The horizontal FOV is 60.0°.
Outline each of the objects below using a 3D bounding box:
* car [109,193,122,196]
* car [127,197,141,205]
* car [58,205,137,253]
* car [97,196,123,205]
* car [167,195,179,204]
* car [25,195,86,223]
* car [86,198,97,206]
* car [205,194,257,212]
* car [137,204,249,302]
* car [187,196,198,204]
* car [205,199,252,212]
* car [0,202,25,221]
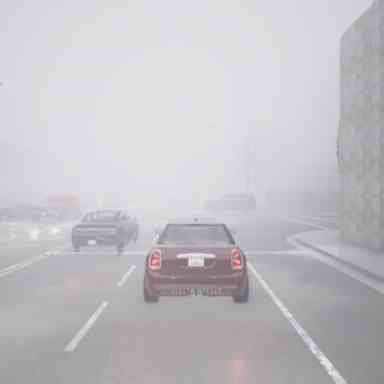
[{"bbox_3d":[-14.038,1.249,60.668,2.150,2.045,5.566,0,0,1],"label":"car"},{"bbox_3d":[-10.531,1.575,61.332,2.033,1.411,5.357,0,0,1],"label":"car"},{"bbox_3d":[-3.399,1.499,13.765,2.128,1.511,4.902,0,0,0],"label":"car"},{"bbox_3d":[-10.583,1.584,43.863,1.994,1.385,4.181,0,0,0],"label":"car"},{"bbox_3d":[-3.378,1.379,60.129,2.097,1.767,4.553,0,0,0],"label":"car"},{"bbox_3d":[-10.590,1.233,26.416,2.150,2.045,5.566,0,0,0],"label":"car"},{"bbox_3d":[-14.084,1.568,44.844,2.033,1.411,5.357,0,0,0],"label":"car"},{"bbox_3d":[4.063,1.237,35.319,5.566,2.045,2.150,0,0,1],"label":"car"},{"bbox_3d":[0.086,1.356,8.433,2.097,1.767,4.553,0,0,0],"label":"car"},{"bbox_3d":[0.121,1.506,62.601,1.882,1.535,5.008,0,0,0],"label":"car"},{"bbox_3d":[4.186,1.565,38.879,5.357,1.411,2.033,0,0,5],"label":"car"},{"bbox_3d":[-14.089,1.560,27.570,2.033,1.411,5.357,0,0,0],"label":"car"}]
